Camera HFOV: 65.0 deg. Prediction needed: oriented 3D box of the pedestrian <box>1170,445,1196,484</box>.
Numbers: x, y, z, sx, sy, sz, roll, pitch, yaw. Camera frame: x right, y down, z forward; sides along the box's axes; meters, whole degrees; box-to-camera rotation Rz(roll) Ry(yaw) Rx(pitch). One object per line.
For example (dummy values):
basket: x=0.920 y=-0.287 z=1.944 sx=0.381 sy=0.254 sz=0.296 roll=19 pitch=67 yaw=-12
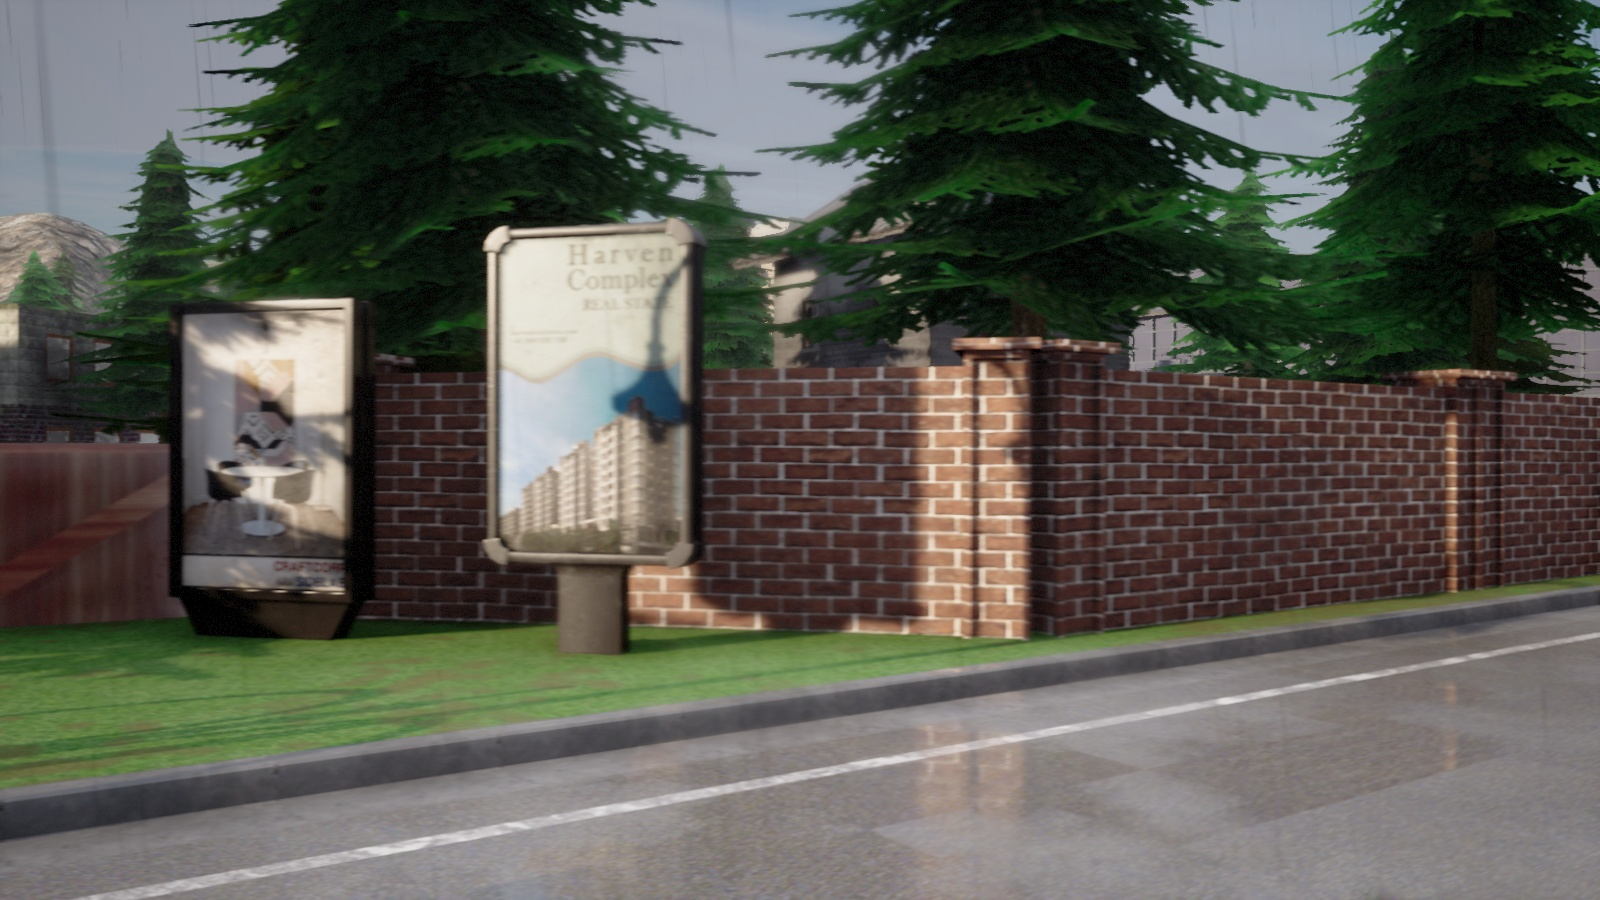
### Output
pedestrian: x=18.666 y=0.692 z=61.169 sx=0.874 sy=1.855 sz=0.900 roll=0 pitch=0 yaw=-44
